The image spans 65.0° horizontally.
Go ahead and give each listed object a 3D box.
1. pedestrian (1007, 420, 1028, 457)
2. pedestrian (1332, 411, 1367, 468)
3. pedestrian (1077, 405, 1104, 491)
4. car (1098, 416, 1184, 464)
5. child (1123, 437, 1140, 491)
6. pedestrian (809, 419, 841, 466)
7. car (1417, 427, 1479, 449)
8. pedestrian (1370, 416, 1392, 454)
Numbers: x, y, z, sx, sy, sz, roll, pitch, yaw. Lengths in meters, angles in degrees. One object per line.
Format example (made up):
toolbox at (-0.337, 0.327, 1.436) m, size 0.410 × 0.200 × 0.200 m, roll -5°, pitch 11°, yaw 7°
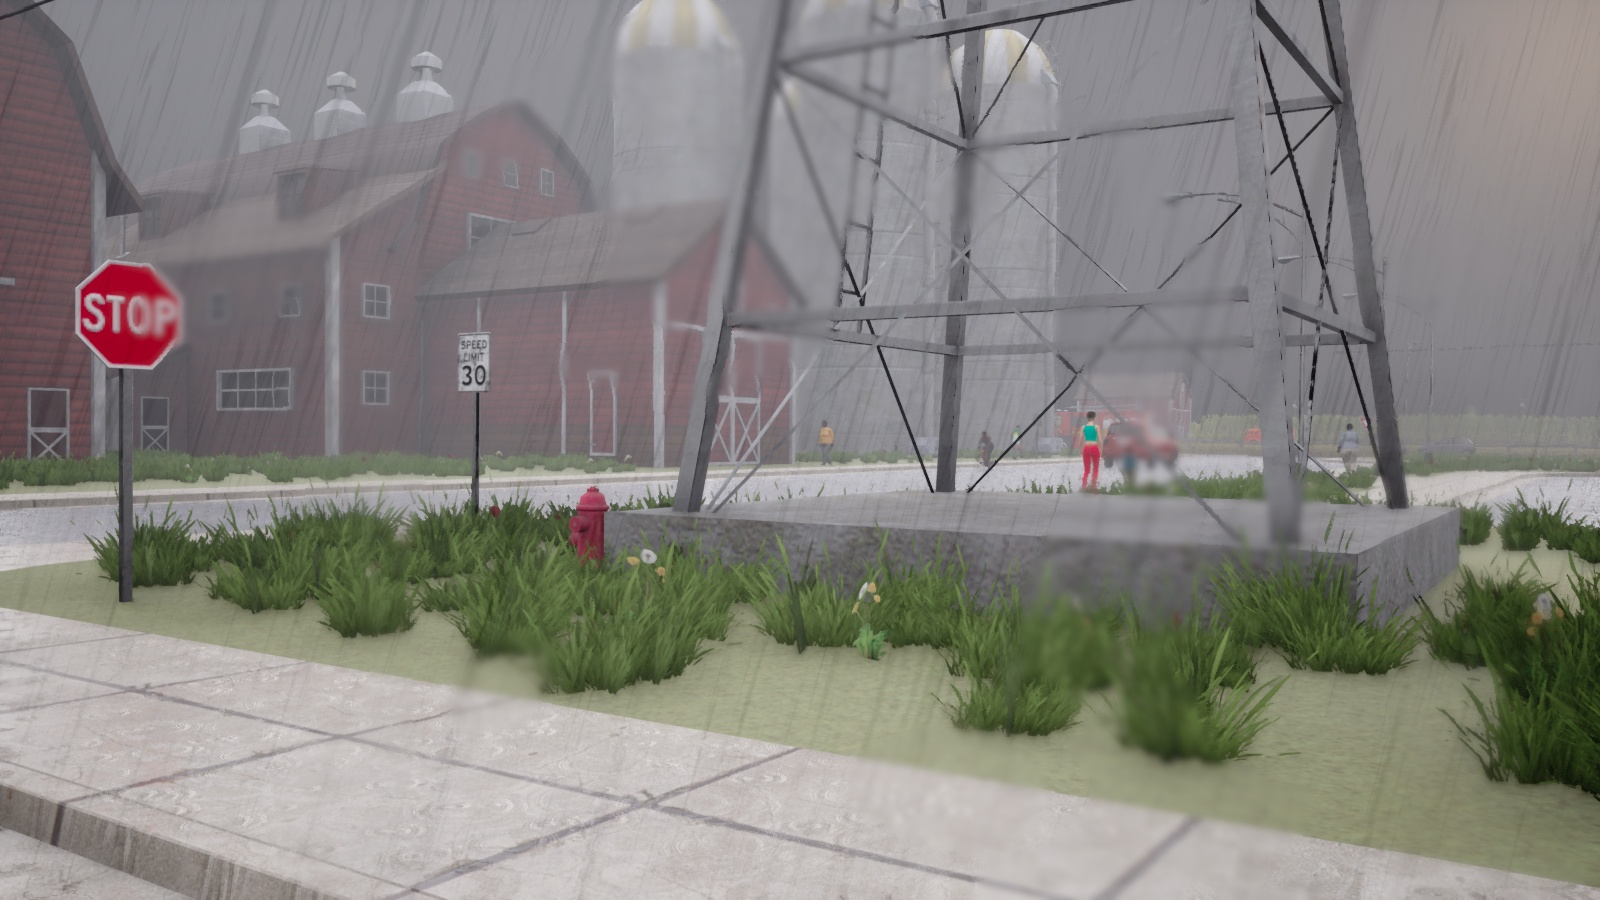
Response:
pedestrian at (11.486, -0.623, 66.291) m, size 0.873 × 1.952 × 0.659 m, roll -1°, pitch 1°, yaw -41°
pedestrian at (17.969, -0.340, 41.063) m, size 0.874 × 1.855 × 0.900 m, roll 0°, pitch 1°, yaw 11°
pedestrian at (6.323, -0.044, 27.356) m, size 0.345 × 1.836 × 0.594 m, roll 0°, pitch 1°, yaw 37°
car at (15.458, -0.464, 56.703) m, size 2.150 × 2.045 × 5.566 m, roll 0°, pitch 1°, yaw 33°
child at (7.447, 0.314, 28.225) m, size 0.343 × 1.192 × 0.448 m, roll 0°, pitch 1°, yaw 19°
pedestrian at (1.002, -0.298, 49.505) m, size 0.874 × 1.855 × 0.900 m, roll 0°, pitch 1°, yaw 43°
car at (44.769, -0.844, 86.729) m, size 3.633 × 1.501 × 1.845 m, roll 0°, pitch 1°, yaw 33°
pedestrian at (28.787, -0.723, 62.174) m, size 0.874 × 1.855 × 0.900 m, roll 0°, pitch 1°, yaw 32°
